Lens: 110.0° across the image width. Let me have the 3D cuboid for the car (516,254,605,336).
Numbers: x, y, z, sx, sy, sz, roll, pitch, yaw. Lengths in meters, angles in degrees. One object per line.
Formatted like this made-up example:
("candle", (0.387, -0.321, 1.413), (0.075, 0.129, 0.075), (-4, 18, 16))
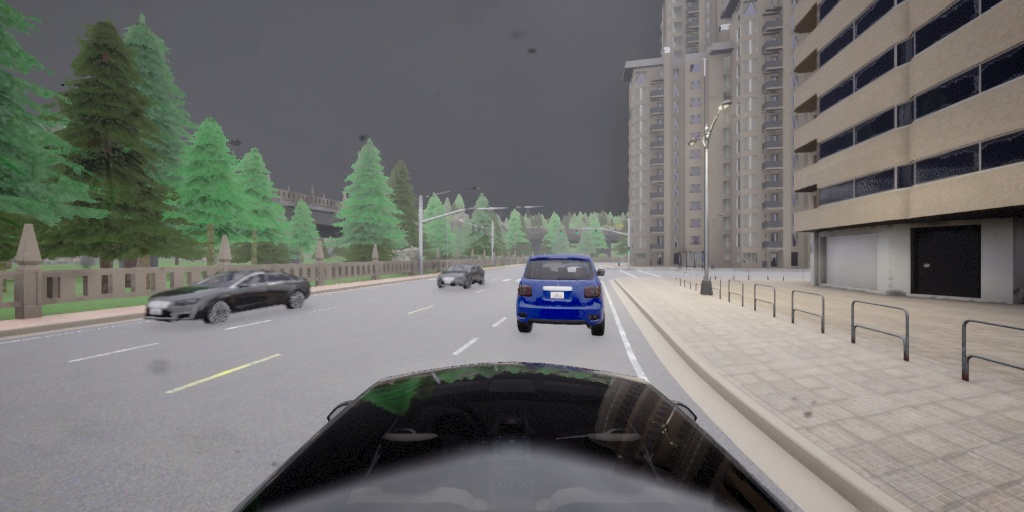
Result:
("car", (1.557, 0.974, 10.689), (2.150, 2.045, 5.566), (0, 0, 12))

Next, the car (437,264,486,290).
("car", (-3.103, 1.245, 22.803), (2.128, 1.511, 4.902), (0, 0, 13))

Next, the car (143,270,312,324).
("car", (-9.110, 1.240, 12.077), (2.128, 1.511, 4.902), (0, 0, 12))
